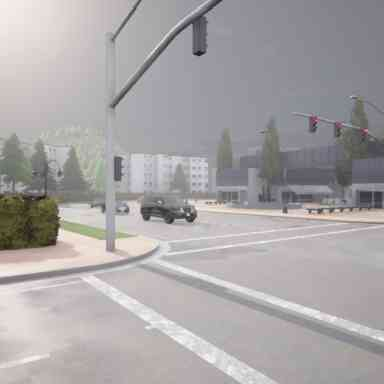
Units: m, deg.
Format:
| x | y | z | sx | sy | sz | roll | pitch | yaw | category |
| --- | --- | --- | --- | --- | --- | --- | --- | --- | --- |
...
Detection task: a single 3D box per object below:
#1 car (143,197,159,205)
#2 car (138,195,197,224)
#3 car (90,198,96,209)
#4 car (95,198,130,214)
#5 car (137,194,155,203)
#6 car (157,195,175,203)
| x | y | z | sx | sy | sz | roll | pitch | yaw | category |
| --- | --- | --- | --- | --- | --- | --- | --- | --- | --- |
| -7.228 | 1.547 | 59.070 | 2.033 | 1.411 | 5.357 | 0 | 0 | 3 | car |
| -1.928 | 1.221 | 25.347 | 2.150 | 2.045 | 5.566 | 0 | 0 | -37 | car |
| -13.066 | 1.562 | 46.404 | 1.994 | 1.385 | 4.181 | 0 | 0 | -14 | car |
| -7.884 | 1.491 | 33.925 | 2.128 | 1.511 | 4.902 | 0 | 0 | -31 | car |
| -9.329 | 1.352 | 68.065 | 2.097 | 1.767 | 4.553 | 0 | 0 | 15 | car |
| -5.314 | 1.477 | 69.534 | 1.882 | 1.535 | 5.008 | 0 | 0 | 20 | car |
